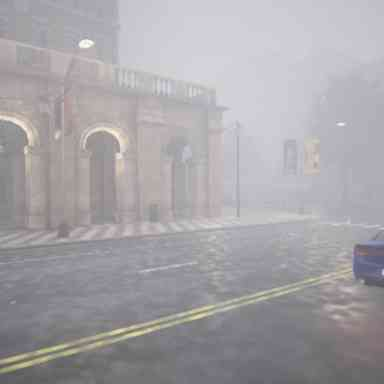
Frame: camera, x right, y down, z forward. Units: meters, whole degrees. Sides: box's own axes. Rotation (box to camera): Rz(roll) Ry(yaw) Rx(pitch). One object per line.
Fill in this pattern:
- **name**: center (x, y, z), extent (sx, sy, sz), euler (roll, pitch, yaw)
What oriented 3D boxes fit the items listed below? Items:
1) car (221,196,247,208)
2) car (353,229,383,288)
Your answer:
- **car**: center (5.476, 1.331, 46.111), extent (1.882, 1.535, 5.008), euler (0, 0, -36)
- **car**: center (5.837, 1.434, 8.022), extent (5.008, 1.535, 1.882), euler (0, 0, -37)
